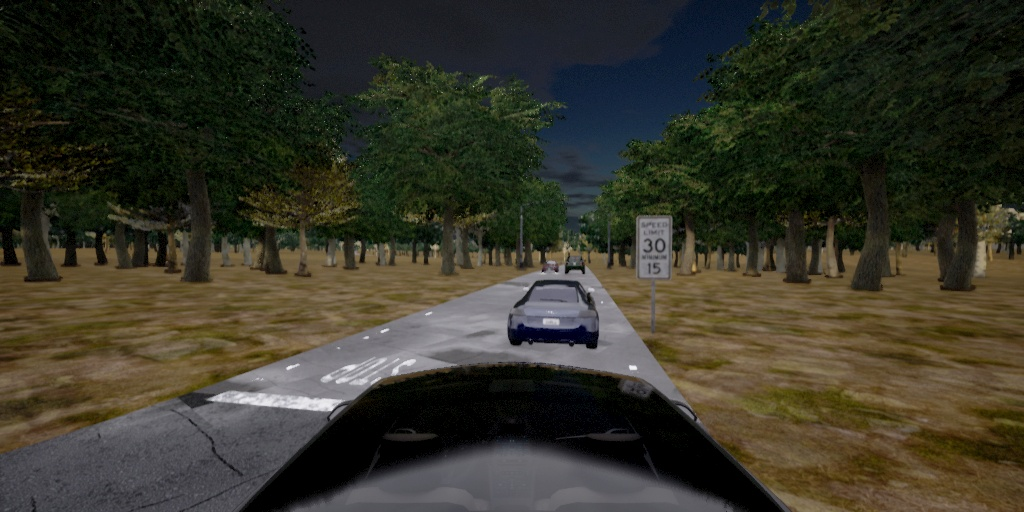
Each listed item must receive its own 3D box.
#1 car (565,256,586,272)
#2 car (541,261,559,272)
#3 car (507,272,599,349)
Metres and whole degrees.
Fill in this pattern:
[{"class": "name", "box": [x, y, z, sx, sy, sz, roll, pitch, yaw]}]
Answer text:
[{"class": "car", "box": [7.198, 0.972, 40.731, 2.150, 2.045, 5.566, 0, 0, 12]}, {"class": "car", "box": [4.802, 1.295, 44.377, 1.812, 1.442, 4.674, 0, 0, 11]}, {"class": "car", "box": [1.164, 1.296, 9.215, 1.994, 1.385, 4.181, 0, 0, 11]}]
